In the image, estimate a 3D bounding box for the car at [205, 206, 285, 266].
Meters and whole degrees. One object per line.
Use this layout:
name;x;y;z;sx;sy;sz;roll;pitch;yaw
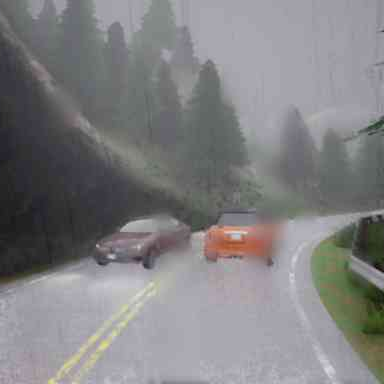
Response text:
car;2.014;1.319;11.692;2.097;1.767;4.553;-1;0;20

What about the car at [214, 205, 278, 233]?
car;3.406;1.588;20.350;1.994;1.385;4.181;-3;-2;40

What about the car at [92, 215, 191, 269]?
car;-1.464;1.567;11.562;1.812;1.442;4.674;-1;-1;20
